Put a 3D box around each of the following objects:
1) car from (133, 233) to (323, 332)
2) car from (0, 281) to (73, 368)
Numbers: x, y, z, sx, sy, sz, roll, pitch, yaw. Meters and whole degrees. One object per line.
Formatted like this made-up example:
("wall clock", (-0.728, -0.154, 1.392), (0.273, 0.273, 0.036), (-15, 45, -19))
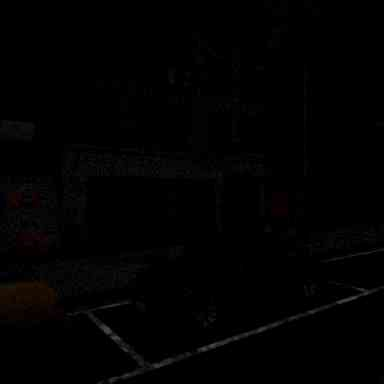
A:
("car", (0.925, 1.570, 6.848), (4.313, 1.339, 1.947), (0, 0, -36))
("car", (-3.839, 1.524, 3.450), (4.829, 1.417, 1.752), (0, 0, -36))
